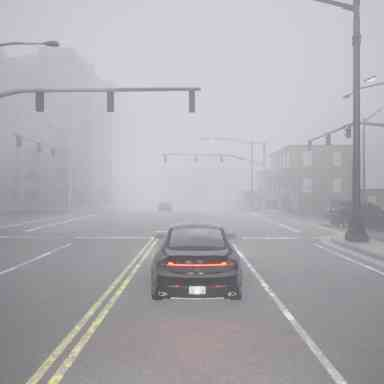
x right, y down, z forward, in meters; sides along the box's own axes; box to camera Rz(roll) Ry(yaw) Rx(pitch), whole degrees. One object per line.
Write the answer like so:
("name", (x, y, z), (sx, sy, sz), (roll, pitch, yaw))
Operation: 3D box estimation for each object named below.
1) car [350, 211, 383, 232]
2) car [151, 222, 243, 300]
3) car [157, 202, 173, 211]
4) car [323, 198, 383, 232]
("car", (16.051, 2.655, 28.237), (4.181, 1.385, 1.994), (8, 0, 0))
("car", (0.095, 1.505, 8.353), (1.837, 1.490, 4.892), (0, 0, 0))
("car", (-3.627, 2.066, 45.589), (1.837, 1.490, 4.892), (0, -5, 0))
("car", (12.588, 1.785, 24.417), (5.566, 2.045, 2.150), (9, 0, -1))
